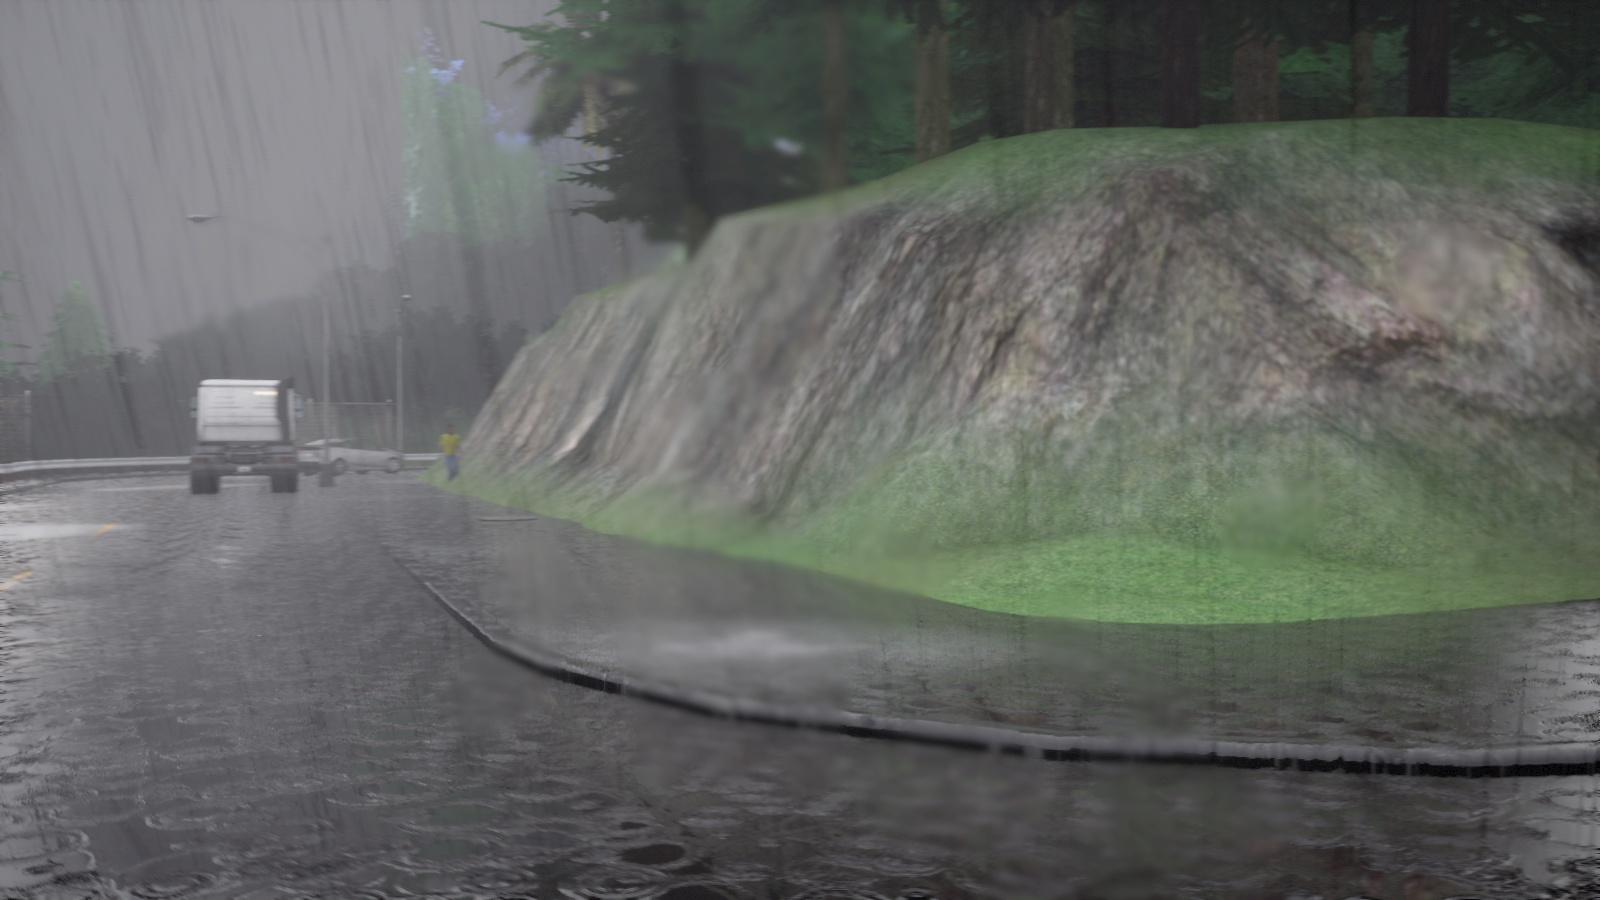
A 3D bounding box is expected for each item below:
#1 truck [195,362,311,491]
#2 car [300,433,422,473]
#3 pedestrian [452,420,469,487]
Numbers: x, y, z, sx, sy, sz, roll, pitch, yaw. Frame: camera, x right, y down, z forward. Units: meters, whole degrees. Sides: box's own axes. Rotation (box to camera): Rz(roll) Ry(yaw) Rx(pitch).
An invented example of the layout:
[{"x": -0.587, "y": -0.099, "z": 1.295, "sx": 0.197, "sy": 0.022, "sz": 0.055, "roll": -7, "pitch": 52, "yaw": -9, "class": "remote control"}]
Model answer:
[{"x": -16.391, "y": -0.678, "z": 37.869, "sx": 2.891, "sy": 3.462, "sz": 7.936, "roll": 0, "pitch": 1, "yaw": -23, "class": "truck"}, {"x": -17.771, "y": 0.091, "z": 51.026, "sx": 2.007, "sy": 1.525, "sz": 4.514, "roll": 0, "pitch": 1, "yaw": 28, "class": "car"}, {"x": -9.383, "y": 0.085, "z": 34.720, "sx": 0.354, "sy": 1.836, "sz": 0.706, "roll": 0, "pitch": 1, "yaw": -22, "class": "pedestrian"}]
